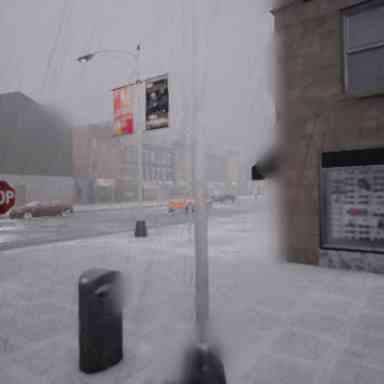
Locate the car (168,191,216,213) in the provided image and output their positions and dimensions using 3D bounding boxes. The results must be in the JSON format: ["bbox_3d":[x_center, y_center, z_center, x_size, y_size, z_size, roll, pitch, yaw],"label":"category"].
[{"bbox_3d":[-0.100,0.907,30.333,2.097,1.767,4.553,-1,0,35],"label":"car"}]

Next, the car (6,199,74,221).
[{"bbox_3d":[-11.589,1.292,25.608,1.882,1.535,5.008,-1,0,35],"label":"car"}]

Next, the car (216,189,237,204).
[{"bbox_3d":[4.484,0.630,48.461,2.150,2.045,5.566,-1,0,36],"label":"car"}]
